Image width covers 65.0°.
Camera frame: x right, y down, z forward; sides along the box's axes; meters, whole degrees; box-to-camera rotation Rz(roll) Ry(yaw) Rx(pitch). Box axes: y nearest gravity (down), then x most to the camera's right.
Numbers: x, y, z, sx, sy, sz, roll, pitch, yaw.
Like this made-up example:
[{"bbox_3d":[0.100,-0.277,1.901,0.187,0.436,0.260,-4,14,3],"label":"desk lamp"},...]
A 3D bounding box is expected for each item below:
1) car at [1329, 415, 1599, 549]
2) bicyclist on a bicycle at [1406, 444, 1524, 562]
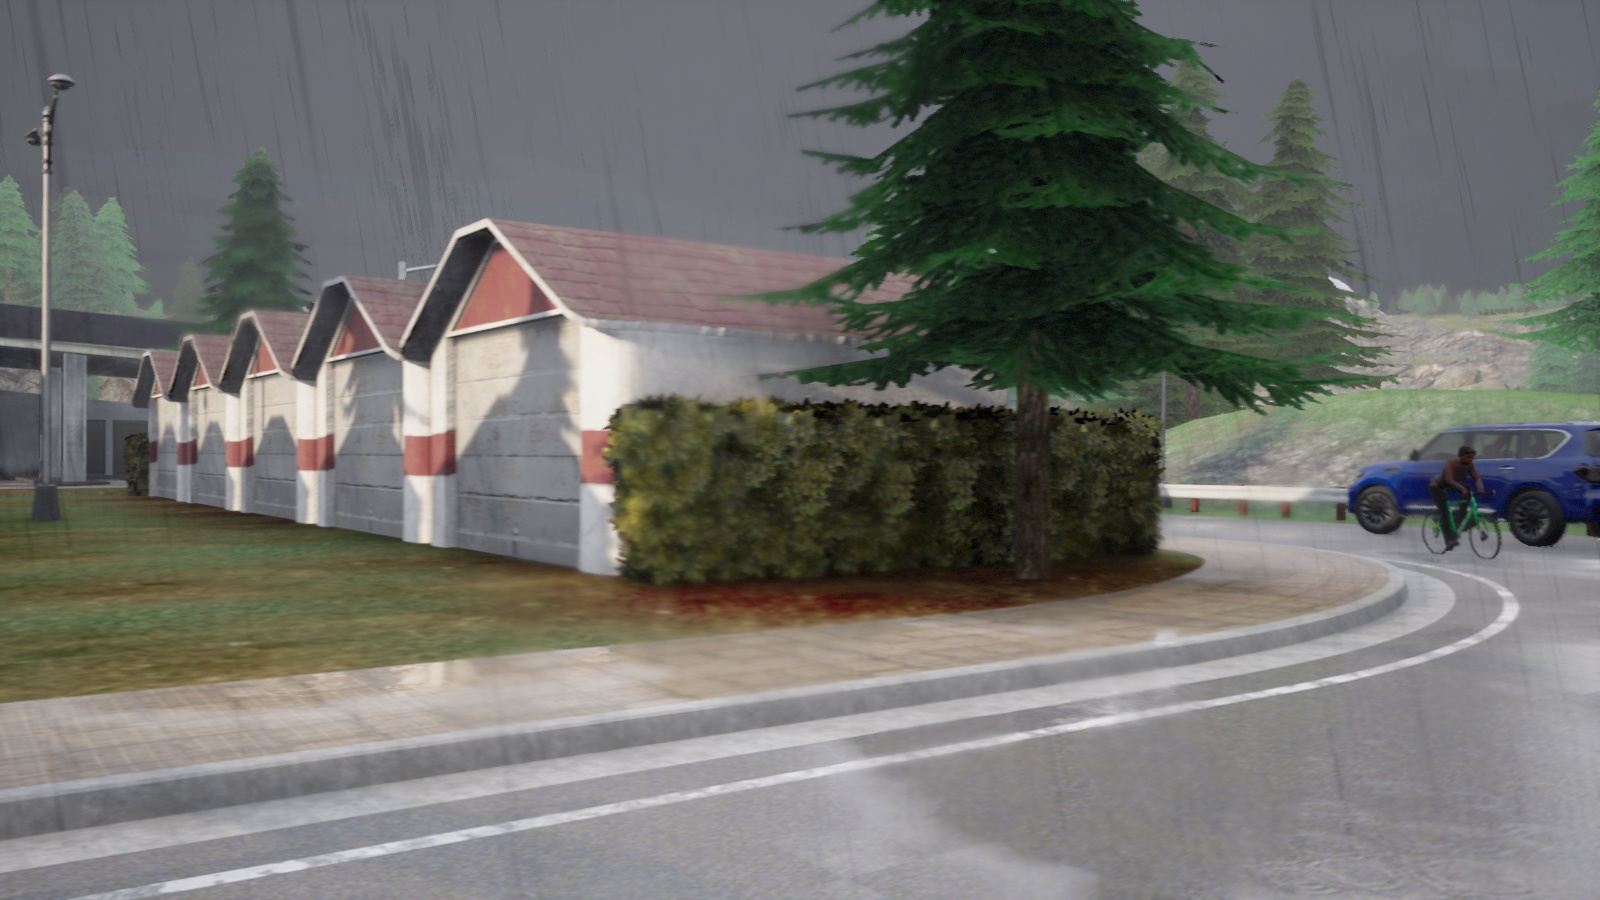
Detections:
[{"bbox_3d":[12.220,0.502,22.107,2.150,2.045,5.566,0,0,-20],"label":"car"},{"bbox_3d":[9.585,0.727,18.167,0.582,1.620,1.656,-2,0,-10],"label":"bicyclist on a bicycle"}]
